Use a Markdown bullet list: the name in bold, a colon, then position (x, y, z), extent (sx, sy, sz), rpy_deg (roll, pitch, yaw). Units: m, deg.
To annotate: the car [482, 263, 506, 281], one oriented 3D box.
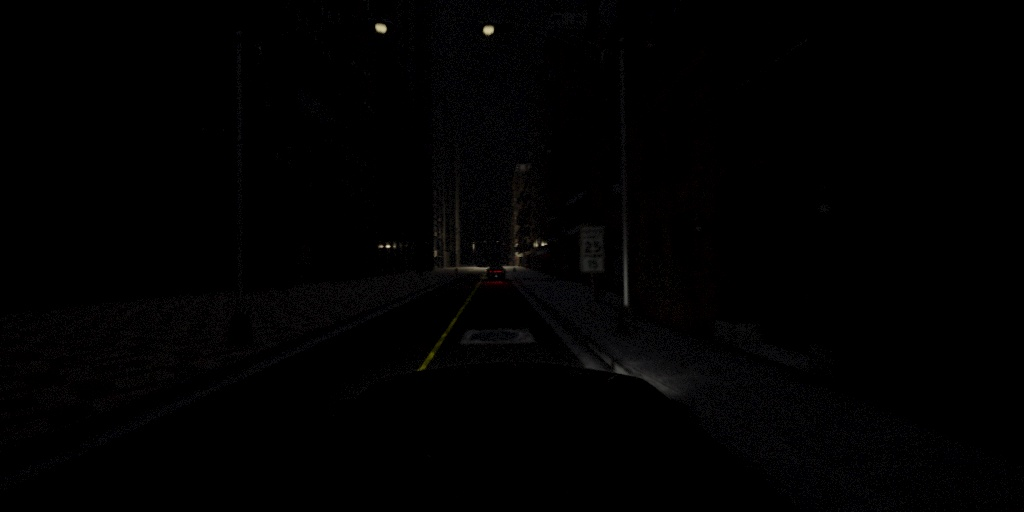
- **car**: position (-1.593, 1.731, 36.361), extent (2.128, 1.511, 4.902), rpy_deg (-1, -1, -3)
